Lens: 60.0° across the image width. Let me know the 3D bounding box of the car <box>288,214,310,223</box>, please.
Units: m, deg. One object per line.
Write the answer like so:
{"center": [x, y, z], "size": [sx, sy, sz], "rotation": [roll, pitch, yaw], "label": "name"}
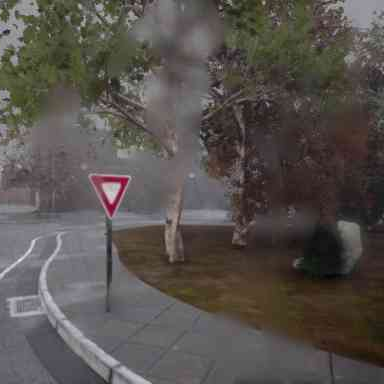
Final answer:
{"center": [15.077, 3.691, 47.840], "size": [4.892, 1.490, 1.837], "rotation": [4, -3, -40], "label": "car"}
